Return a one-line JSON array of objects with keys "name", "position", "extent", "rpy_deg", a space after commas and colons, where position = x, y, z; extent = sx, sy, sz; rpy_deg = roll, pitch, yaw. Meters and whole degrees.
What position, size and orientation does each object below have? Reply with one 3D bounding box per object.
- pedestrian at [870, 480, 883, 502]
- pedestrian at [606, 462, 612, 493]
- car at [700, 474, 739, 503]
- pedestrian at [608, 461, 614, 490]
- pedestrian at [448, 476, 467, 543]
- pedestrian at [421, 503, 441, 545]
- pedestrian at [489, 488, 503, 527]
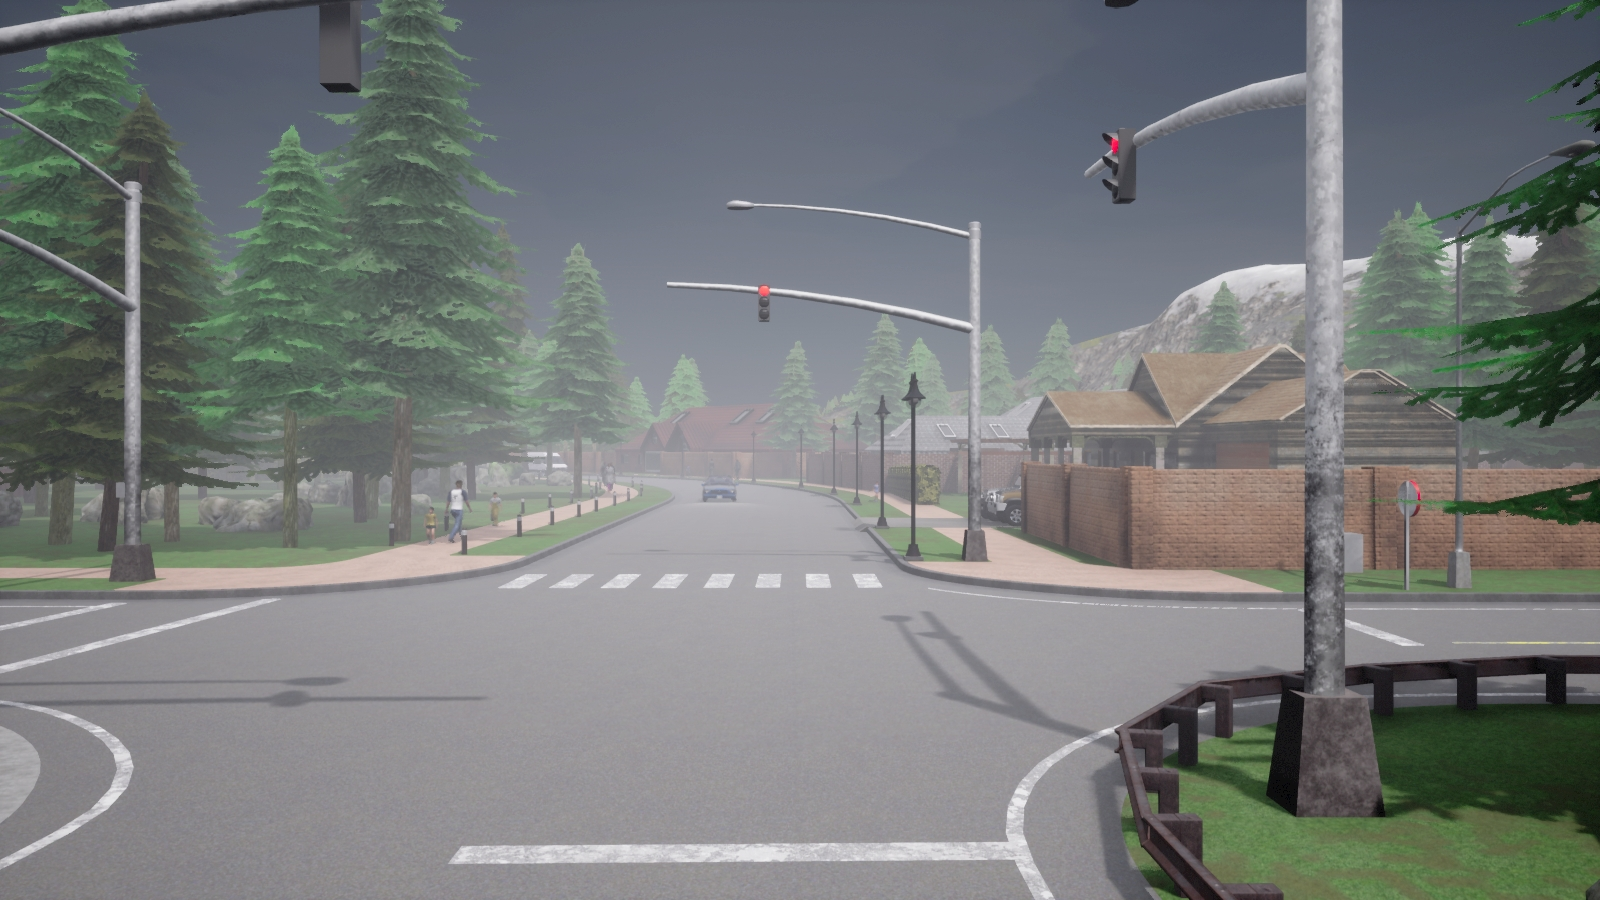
[{"name": "pedestrian", "position": [3.820, 2.046, 57.057], "extent": [0.500, 1.100, 0.500], "rpy_deg": [0, 0, -9]}, {"name": "pedestrian", "position": [-11.627, 1.664, 69.623], "extent": [0.375, 1.860, 0.375], "rpy_deg": [0, 0, -12]}, {"name": "car", "position": [-4.350, 2.072, 62.123], "extent": [2.033, 1.411, 5.357], "rpy_deg": [0, 0, -3]}, {"name": "pedestrian", "position": [-12.242, 1.661, 74.079], "extent": [0.375, 1.860, 0.375], "rpy_deg": [0, 0, -9]}, {"name": "pedestrian", "position": [-9.650, 1.664, 32.236], "extent": [0.375, 1.860, 0.375], "rpy_deg": [0, 0, 14]}, {"name": "pedestrian", "position": [-10.220, 2.044, 31.640], "extent": [0.500, 1.100, 0.500], "rpy_deg": [0, 0, -14]}, {"name": "pedestrian", "position": [-10.328, 1.943, 38.773], "extent": [0.375, 1.300, 0.375], "rpy_deg": [0, 0, 1]}]
